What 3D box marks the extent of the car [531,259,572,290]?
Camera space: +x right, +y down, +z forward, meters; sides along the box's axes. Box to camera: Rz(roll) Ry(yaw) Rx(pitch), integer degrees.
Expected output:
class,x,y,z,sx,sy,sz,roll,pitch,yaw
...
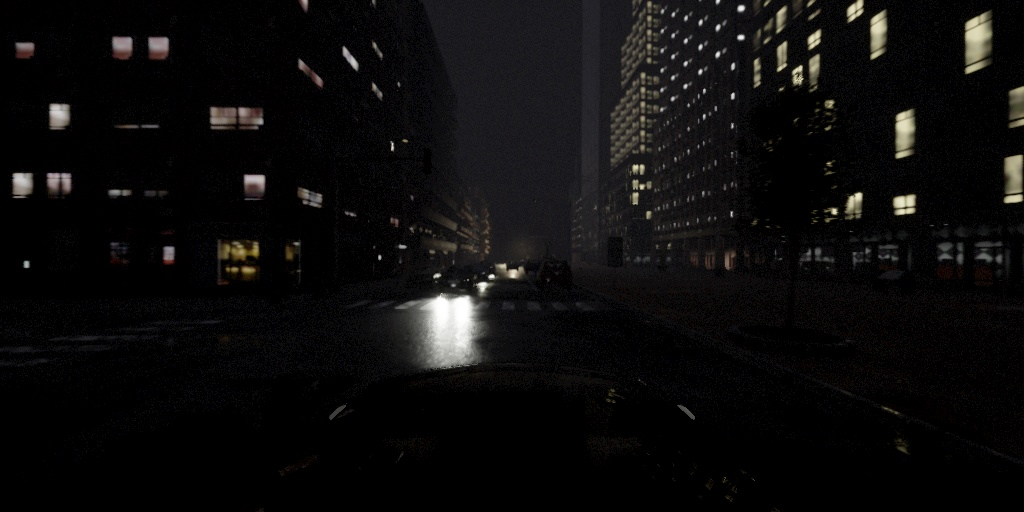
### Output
class,x,y,z,sx,sy,sz,roll,pitch,yaw
car,2.692,1.184,23.709,2.192,1.841,5.009,0,0,0

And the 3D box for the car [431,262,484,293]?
class,x,y,z,sx,sy,sz,roll,pitch,yaw
car,-3.090,1.298,21.404,2.128,1.511,4.902,0,0,0

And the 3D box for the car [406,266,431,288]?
class,x,y,z,sx,sy,sz,roll,pitch,yaw
car,-5.688,1.349,23.709,2.007,1.370,4.403,0,0,0

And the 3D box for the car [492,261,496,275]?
class,x,y,z,sx,sy,sz,roll,pitch,yaw
car,-3.060,1.294,42.664,2.097,1.767,4.553,0,0,1

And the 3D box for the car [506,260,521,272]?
class,x,y,z,sx,sy,sz,roll,pitch,yaw
car,0.110,1.534,53.249,2.128,1.511,4.902,0,0,0

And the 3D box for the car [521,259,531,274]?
class,x,y,z,sx,sy,sz,roll,pitch,yaw
car,2.692,1.328,45.813,2.192,1.841,5.009,0,0,0

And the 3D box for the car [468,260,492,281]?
class,x,y,z,sx,sy,sz,roll,pitch,yaw
car,-3.090,1.348,31.778,1.882,1.535,5.008,0,0,0
